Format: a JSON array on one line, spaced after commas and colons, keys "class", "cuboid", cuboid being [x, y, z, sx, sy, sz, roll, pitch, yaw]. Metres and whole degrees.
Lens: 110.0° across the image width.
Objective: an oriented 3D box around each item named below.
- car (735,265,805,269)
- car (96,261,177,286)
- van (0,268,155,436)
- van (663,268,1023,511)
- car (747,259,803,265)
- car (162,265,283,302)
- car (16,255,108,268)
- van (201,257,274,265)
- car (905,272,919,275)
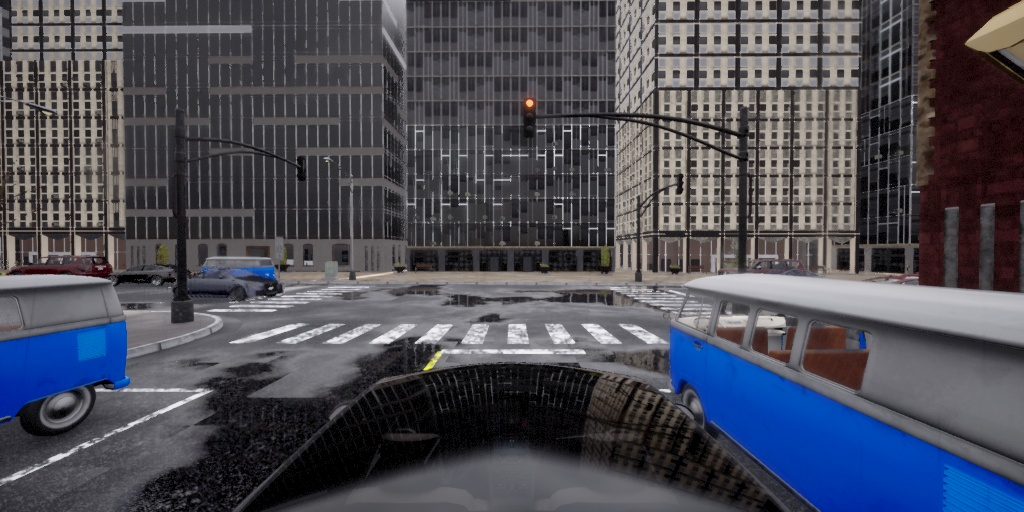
[{"class": "car", "cuboid": [14.801, 1.372, 19.486, 4.181, 1.385, 1.994, 0, 1, 1]}, {"class": "car", "cuboid": [-22.618, 1.150, 22.423, 4.313, 1.339, 1.948, 0, 0, 1]}, {"class": "van", "cuboid": [-5.690, 1.090, 2.836, 1.690, 1.789, 3.998, 0, 0, 0]}, {"class": "van", "cuboid": [2.691, 1.090, 2.782, 1.690, 1.789, 3.998, 0, 0, 0]}, {"class": "car", "cuboid": [15.292, 1.089, 22.082, 5.009, 1.841, 2.192, 0, 0, 1]}, {"class": "car", "cuboid": [-12.891, 1.278, 16.383, 4.181, 1.385, 1.994, 0, 1, 5]}, {"class": "car", "cuboid": [-28.141, 0.874, 22.473, 5.009, 1.841, 2.192, 0, 0, 1]}, {"class": "van", "cuboid": [-17.096, 0.951, 22.373, 3.998, 1.789, 1.690, 0, 0, 1]}, {"class": "car", "cuboid": [15.216, 1.437, 13.703, 4.507, 1.381, 1.888, 0, 0, 1]}]
